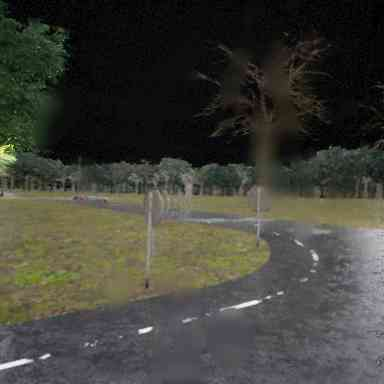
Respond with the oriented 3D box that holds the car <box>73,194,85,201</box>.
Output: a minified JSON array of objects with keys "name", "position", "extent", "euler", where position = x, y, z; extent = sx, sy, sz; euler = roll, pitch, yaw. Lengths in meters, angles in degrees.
[{"name":"car","position":[-19.630,0.947,59.083],"extent":[1.895,1.301,4.718],"euler":[3,-2,-36]}]

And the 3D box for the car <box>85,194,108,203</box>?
[{"name":"car","position":[-14.890,0.982,52.532],"extent":[1.895,1.301,4.718],"euler":[3,-1,-34]}]
